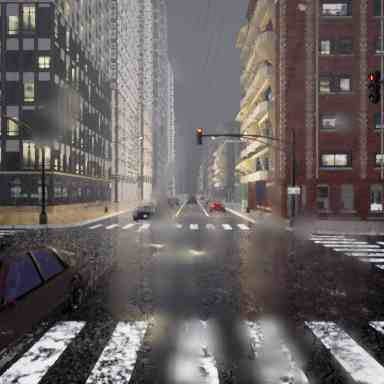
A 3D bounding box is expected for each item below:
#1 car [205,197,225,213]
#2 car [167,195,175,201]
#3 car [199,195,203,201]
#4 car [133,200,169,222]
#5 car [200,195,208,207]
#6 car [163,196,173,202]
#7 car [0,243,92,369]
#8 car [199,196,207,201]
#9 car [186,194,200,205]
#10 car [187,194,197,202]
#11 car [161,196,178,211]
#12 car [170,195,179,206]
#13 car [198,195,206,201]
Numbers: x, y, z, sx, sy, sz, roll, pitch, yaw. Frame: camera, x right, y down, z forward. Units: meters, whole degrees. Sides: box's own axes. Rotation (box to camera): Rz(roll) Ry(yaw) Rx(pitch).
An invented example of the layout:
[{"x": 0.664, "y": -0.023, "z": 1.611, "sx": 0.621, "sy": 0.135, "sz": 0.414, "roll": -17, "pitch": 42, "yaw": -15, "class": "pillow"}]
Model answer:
[{"x": 2.739, "y": 1.591, "z": 37.172, "sx": 1.802, "sy": 1.307, "sz": 4.206, "roll": 0, "pitch": 0, "yaw": 0, "class": "car"}, {"x": -5.698, "y": 1.595, "z": 89.629, "sx": 1.887, "sy": 1.381, "sz": 4.507, "roll": 0, "pitch": 0, "yaw": 0, "class": "car"}, {"x": 2.687, "y": 1.571, "z": 55.738, "sx": 2.008, "sy": 1.369, "sz": 4.403, "roll": 0, "pitch": 0, "yaw": 0, "class": "car"}, {"x": -3.252, "y": 1.568, "z": 25.965, "sx": 1.994, "sy": 1.385, "sz": 4.181, "roll": 0, "pitch": 0, "yaw": 4, "class": "car"}, {"x": 2.687, "y": 1.567, "z": 50.090, "sx": 2.008, "sy": 1.369, "sz": 4.403, "roll": 0, "pitch": 0, "yaw": 0, "class": "car"}, {"x": -5.696, "y": 1.589, "z": 78.331, "sx": 2.008, "sy": 1.369, "sz": 4.403, "roll": 0, "pitch": 0, "yaw": 0, "class": "car"}, {"x": -3.071, "y": 1.549, "z": 4.944, "sx": 2.033, "sy": 1.411, "sz": 5.357, "roll": 0, "pitch": 0, "yaw": 0, "class": "car"}, {"x": 2.683, "y": 1.626, "z": 83.981, "sx": 1.802, "sy": 1.307, "sz": 4.206, "roll": 0, "pitch": 0, "yaw": 0, "class": "car"}, {"x": -0.004, "y": 1.549, "z": 59.771, "sx": 1.812, "sy": 1.442, "sz": 4.674, "roll": 0, "pitch": 0, "yaw": 0, "class": "car"}, {"x": -0.005, "y": 1.218, "z": 69.743, "sx": 2.097, "sy": 1.767, "sz": 4.553, "roll": 0, "pitch": 0, "yaw": 0, "class": "car"}, {"x": -3.093, "y": 1.517, "z": 40.522, "sx": 1.837, "sy": 1.490, "sz": 4.892, "roll": 0, "pitch": -1, "yaw": 0, "class": "car"}, {"x": -3.074, "y": 1.568, "z": 56.032, "sx": 2.033, "sy": 1.411, "sz": 5.357, "roll": 0, "pitch": 0, "yaw": 0, "class": "car"}, {"x": 2.683, "y": 1.491, "z": 89.630, "sx": 1.967, "sy": 1.590, "sz": 4.097, "roll": 0, "pitch": 0, "yaw": 0, "class": "car"}]
